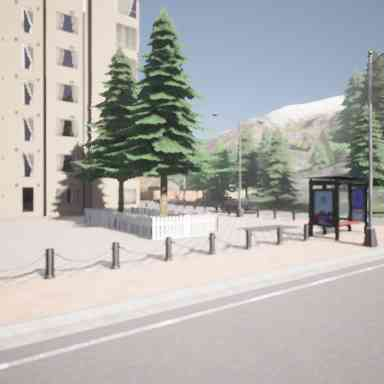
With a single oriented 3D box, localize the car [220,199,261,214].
[{"bbox_3d":[4.956,1.469,34.402,1.837,1.490,4.892,0,0,-35],"label":"car"}]
